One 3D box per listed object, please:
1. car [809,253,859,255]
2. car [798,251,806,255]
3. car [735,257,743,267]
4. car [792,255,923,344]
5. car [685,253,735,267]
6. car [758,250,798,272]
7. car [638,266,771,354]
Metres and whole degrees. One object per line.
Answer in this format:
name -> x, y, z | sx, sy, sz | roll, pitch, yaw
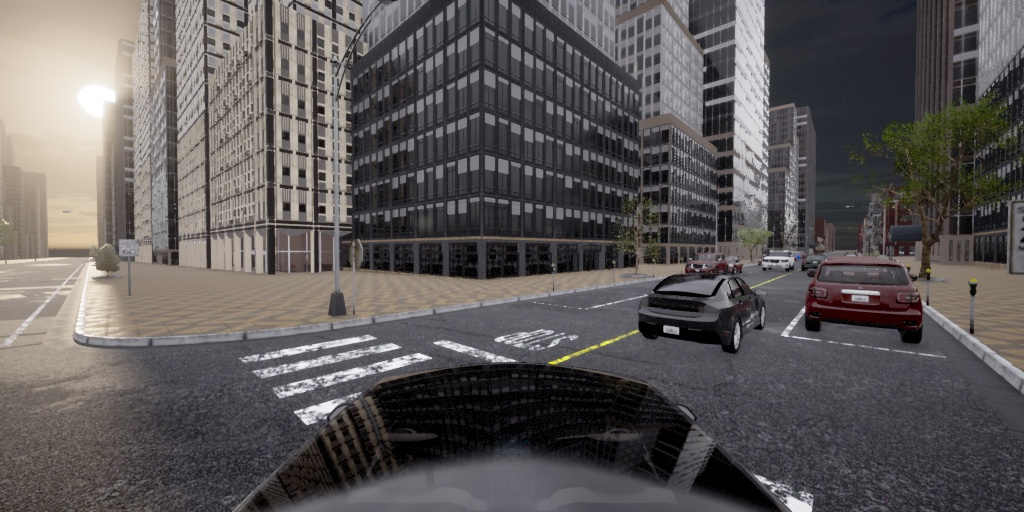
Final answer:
car -> 12.886, 0.906, 13.583 | 2.192, 1.841, 5.009 | 0, 0, 43
car -> 30.237, 0.590, 35.576 | 2.097, 1.767, 4.553 | 1, 1, 44
car -> 18.597, 0.731, 31.123 | 1.967, 1.591, 4.097 | 0, 0, 43
car -> 9.139, 0.971, 9.478 | 2.192, 1.841, 5.009 | 0, 0, 43
car -> 14.780, 0.669, 27.083 | 2.192, 1.841, 5.009 | 0, 0, 43
car -> 26.914, 0.442, 36.169 | 2.150, 2.045, 5.566 | 1, 1, 43
car -> 4.759, 1.164, 8.725 | 1.837, 1.490, 4.892 | 1, 1, 43
